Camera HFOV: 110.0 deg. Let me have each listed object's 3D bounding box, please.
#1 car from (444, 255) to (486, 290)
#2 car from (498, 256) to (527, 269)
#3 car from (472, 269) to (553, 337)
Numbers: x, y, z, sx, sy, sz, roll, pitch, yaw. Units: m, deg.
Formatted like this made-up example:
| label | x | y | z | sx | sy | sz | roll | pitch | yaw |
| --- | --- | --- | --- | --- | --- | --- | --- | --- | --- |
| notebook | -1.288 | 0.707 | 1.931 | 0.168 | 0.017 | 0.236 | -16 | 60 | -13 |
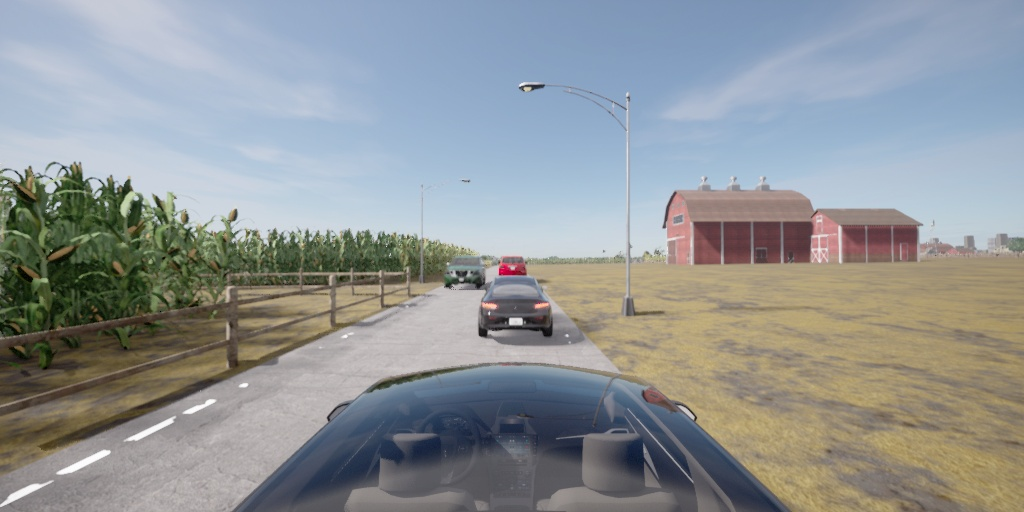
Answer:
| label | x | y | z | sx | sy | sz | roll | pitch | yaw |
| --- | --- | --- | --- | --- | --- | --- | --- | --- | --- |
| car | -2.890 | 0.984 | 23.197 | 2.150 | 2.045 | 5.566 | 0 | 0 | 0 |
| car | 0.049 | 0.988 | 28.682 | 2.150 | 2.045 | 5.566 | 0 | 0 | 0 |
| car | 0.072 | 1.278 | 10.198 | 1.812 | 1.442 | 4.674 | 0 | 0 | 0 |
